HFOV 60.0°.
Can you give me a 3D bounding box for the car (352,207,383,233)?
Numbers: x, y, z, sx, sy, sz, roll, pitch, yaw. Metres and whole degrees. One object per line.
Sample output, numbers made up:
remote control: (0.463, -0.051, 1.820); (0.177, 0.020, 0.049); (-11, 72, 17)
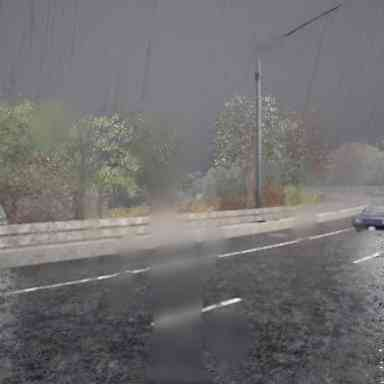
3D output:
car: (10.260, 1.452, 17.706); (1.895, 1.301, 4.718); (0, 0, 44)
